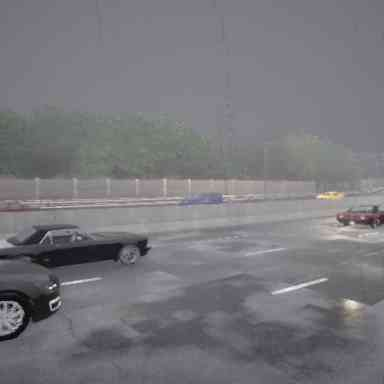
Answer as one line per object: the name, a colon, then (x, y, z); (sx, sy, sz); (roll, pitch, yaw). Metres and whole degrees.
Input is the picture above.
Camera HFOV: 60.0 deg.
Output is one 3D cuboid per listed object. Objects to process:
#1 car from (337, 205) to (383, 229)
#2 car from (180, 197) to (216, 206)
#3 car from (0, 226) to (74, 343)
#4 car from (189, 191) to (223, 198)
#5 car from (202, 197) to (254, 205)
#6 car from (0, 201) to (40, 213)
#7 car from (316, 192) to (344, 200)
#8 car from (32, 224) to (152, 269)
car: (10.841, 1.413, 20.023); (4.718, 1.301, 1.895); (-1, 1, -35)
car: (0.667, 1.449, 30.208); (4.718, 1.301, 1.895); (-1, 1, -35)
car: (-4.511, 1.506, 4.824); (4.892, 1.490, 1.837); (0, 0, -36)
car: (1.279, 0.973, 39.193); (5.566, 2.045, 2.150); (-2, 1, -35)
car: (3.780, 1.376, 28.116); (5.357, 1.411, 2.033); (-1, 1, -35)
car: (-13.773, 1.466, 24.256); (5.008, 1.535, 1.882); (0, 0, -35)
car: (19.918, 0.798, 48.012); (5.008, 1.535, 1.882); (-1, 1, -35)
car: (-3.611, 1.591, 9.766); (4.718, 1.301, 1.895); (0, 0, -35)
